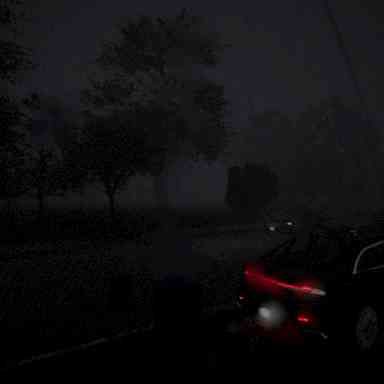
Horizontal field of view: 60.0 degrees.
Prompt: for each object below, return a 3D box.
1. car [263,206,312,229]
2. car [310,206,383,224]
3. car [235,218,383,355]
[{"bbox_3d":[5.727,1.496,17.644,4.902,1.511,2.128,0,0,-41],"label":"car"},{"bbox_3d":[7.431,1.478,14.497,5.008,1.535,1.882,0,0,-41],"label":"car"},{"bbox_3d":[2.970,1.493,6.143,4.902,1.511,2.128,0,0,-37],"label":"car"}]
